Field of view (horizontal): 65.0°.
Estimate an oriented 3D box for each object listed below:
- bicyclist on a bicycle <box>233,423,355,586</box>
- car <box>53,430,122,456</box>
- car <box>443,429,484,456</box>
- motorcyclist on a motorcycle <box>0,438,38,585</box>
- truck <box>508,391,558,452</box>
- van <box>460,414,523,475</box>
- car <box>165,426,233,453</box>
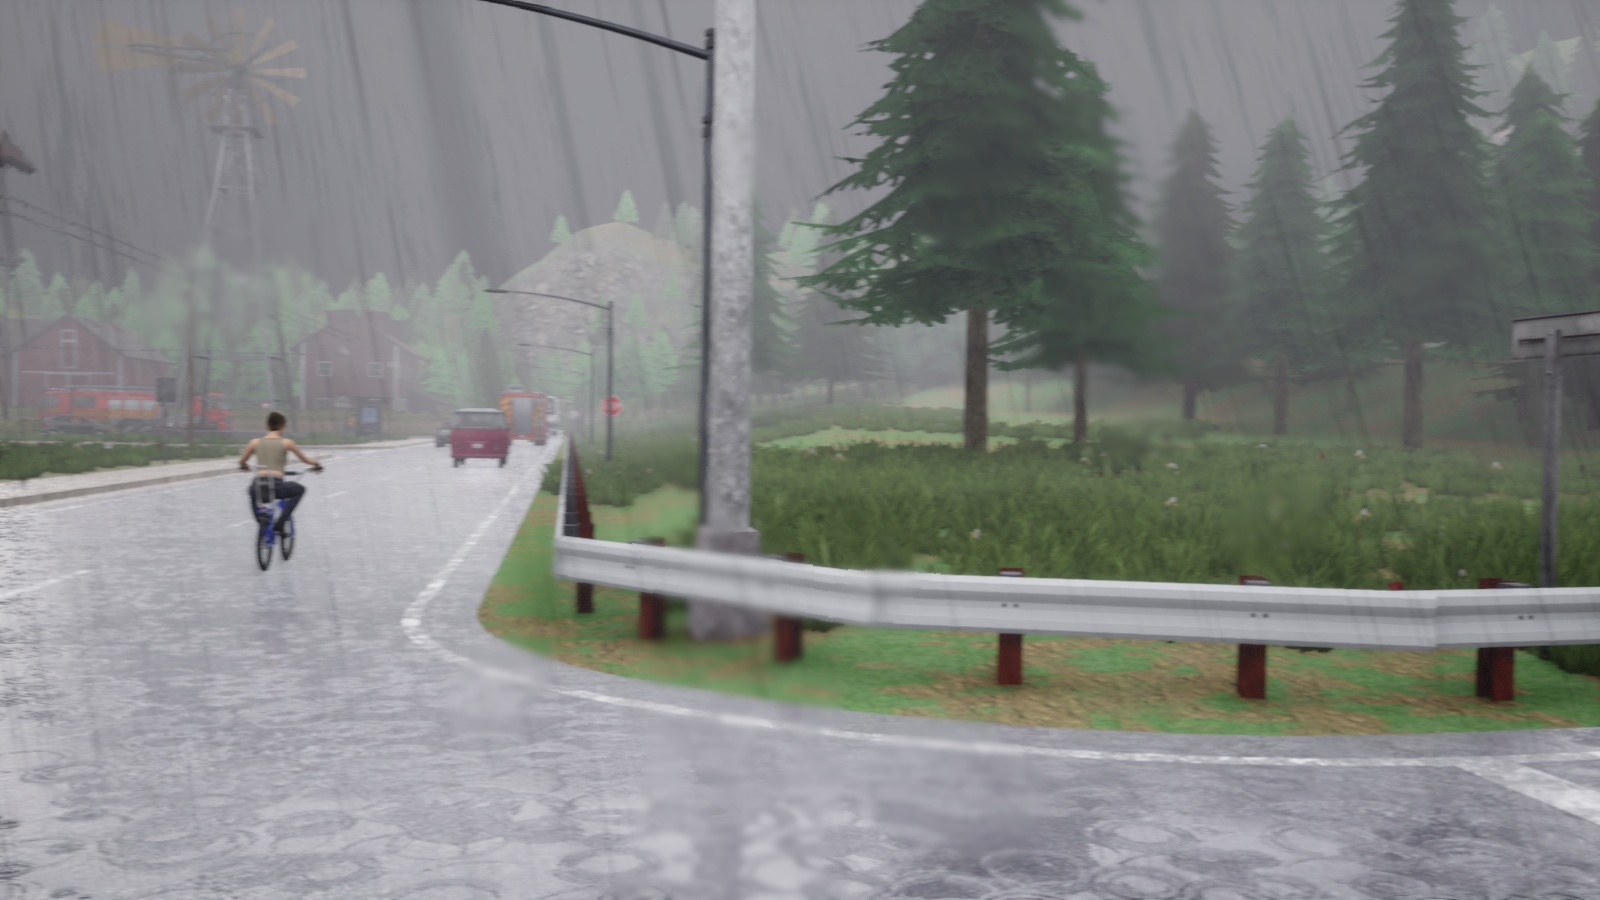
[{"bbox_3d":[-5.300,0.523,13.247,0.866,1.612,1.509,-1,1,-9],"label":"bicyclist on a bicycle"},{"bbox_3d":[-45.121,-0.455,79.521,3.705,1.549,1.789,-1,1,-33],"label":"car"},{"bbox_3d":[-18.982,-0.448,70.968,1.816,1.474,4.193,-1,1,-10],"label":"car"},{"bbox_3d":[-8.773,0.655,12.898,0.866,1.530,2.191,-1,1,-10],"label":"motorcyclist on a motorcycle"},{"bbox_3d":[-17.494,-1.871,82.642,2.891,3.827,8.468,-1,1,-10],"label":"truck"},{"bbox_3d":[-10.532,-0.217,43.096,1.775,1.987,4.442,-1,1,-10],"label":"van"},{"bbox_3d":[-41.596,-0.753,87.049,2.097,1.767,4.553,0,1,8],"label":"car"}]
